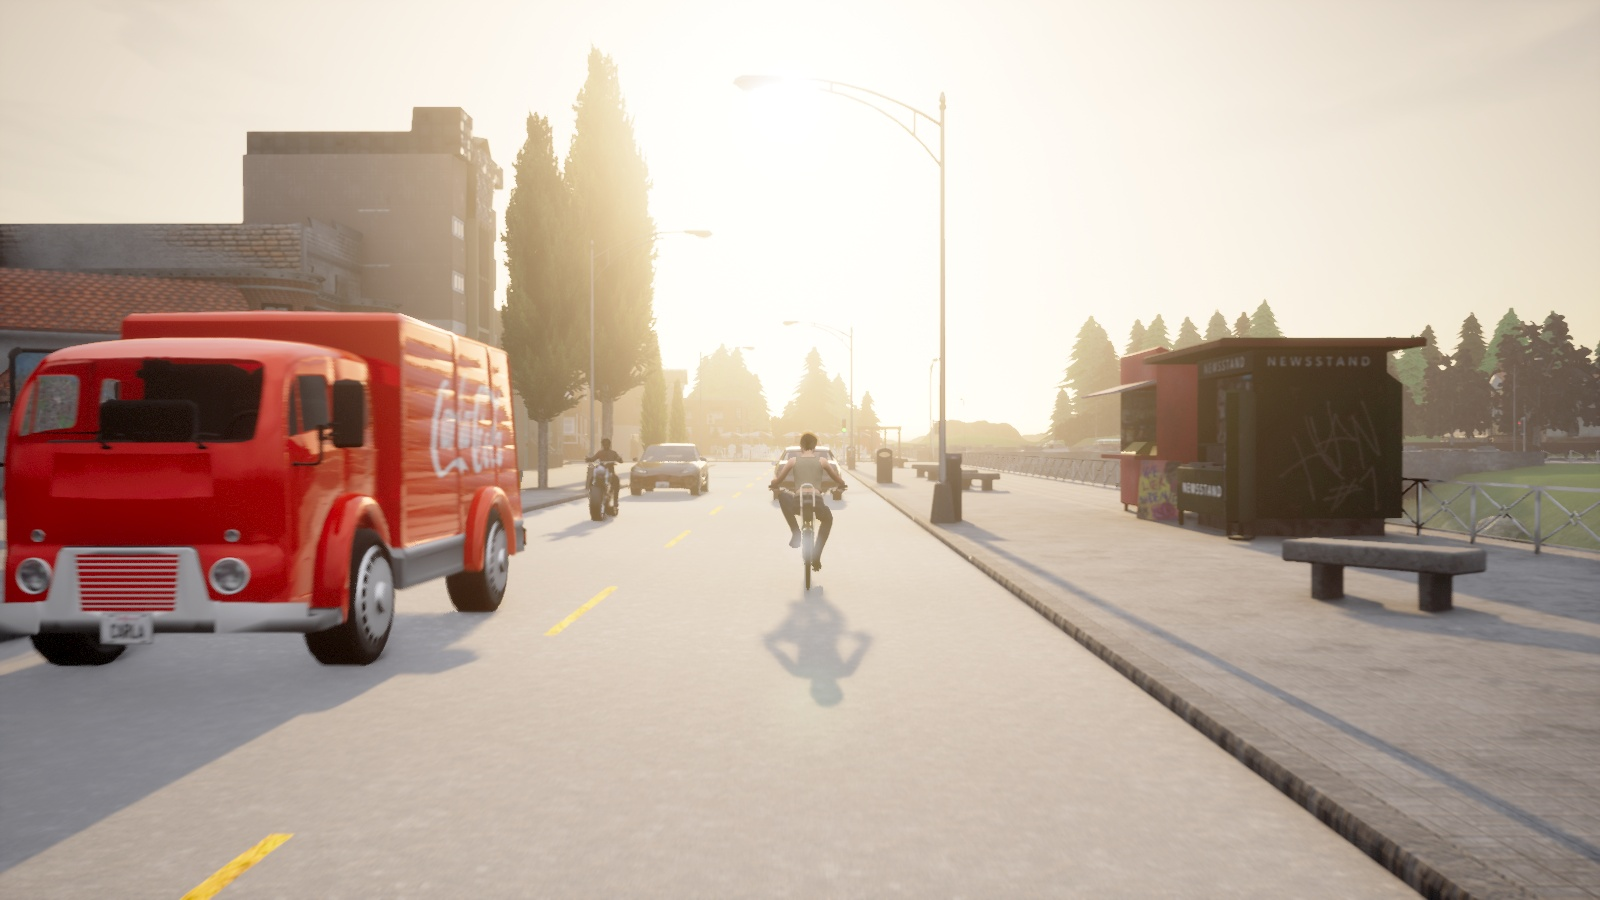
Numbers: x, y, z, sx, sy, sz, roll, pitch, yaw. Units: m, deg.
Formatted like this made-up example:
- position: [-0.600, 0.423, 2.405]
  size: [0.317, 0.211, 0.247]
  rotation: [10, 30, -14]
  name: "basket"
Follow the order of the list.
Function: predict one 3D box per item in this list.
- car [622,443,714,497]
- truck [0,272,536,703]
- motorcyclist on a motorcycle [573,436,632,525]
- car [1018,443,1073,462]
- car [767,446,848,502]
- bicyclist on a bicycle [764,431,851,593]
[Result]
- position: [-3.782, 0.535, 36.835]
  size: [2.163, 1.488, 4.792]
  rotation: [0, 0, 0]
  name: "car"
- position: [-3.929, 0.201, 9.790]
  size: [2.627, 2.467, 5.204]
  rotation: [0, 0, 0]
  name: "truck"
- position: [-3.848, 0.555, 24.602]
  size: [0.766, 1.649, 2.350]
  rotation: [0, 0, 0]
  name: "motorcyclist on a motorcycle"
- position: [18.600, 0.189, 95.375]
  size: [3.806, 1.475, 1.970]
  rotation: [0, 0, 0]
  name: "car"
- position: [0.205, 0.600, 34.322]
  size: [2.033, 1.411, 5.357]
  rotation: [0, 0, 0]
  name: "car"
- position: [0.084, 0.608, 13.256]
  size: [0.866, 1.612, 1.509]
  rotation: [0, 0, 1]
  name: "bicyclist on a bicycle"
